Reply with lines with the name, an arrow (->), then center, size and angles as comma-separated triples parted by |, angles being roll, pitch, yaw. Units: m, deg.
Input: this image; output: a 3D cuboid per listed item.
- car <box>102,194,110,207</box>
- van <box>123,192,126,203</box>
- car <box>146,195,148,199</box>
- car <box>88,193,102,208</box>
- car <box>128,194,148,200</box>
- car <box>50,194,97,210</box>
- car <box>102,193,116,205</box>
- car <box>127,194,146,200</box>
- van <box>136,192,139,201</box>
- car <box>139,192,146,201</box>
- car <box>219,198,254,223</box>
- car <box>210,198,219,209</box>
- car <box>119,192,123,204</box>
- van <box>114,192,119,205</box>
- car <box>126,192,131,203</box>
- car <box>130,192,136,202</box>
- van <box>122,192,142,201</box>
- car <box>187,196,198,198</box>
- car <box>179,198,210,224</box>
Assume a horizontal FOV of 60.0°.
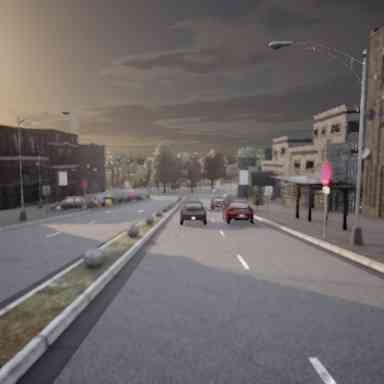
car -> -14.073, 1.409, 44.959 | 4.792, 1.488, 2.163 | -1, 0, -20
van -> -14.183, 1.123, 57.116 | 4.442, 1.987, 1.878 | -1, 0, -20
car -> -13.953, 1.279, 81.592 | 5.366, 1.575, 1.946 | -1, 0, -20
car -> -14.065, 1.263, 41.915 | 4.553, 1.767, 2.185 | -1, 0, -20
car -> -14.131, 1.270, 87.615 | 4.892, 1.521, 2.231 | -1, 0, -20
car -> -14.005, 1.398, 38.873 | 4.892, 1.521, 2.231 | -1, 0, -20
car -> -14.227, 1.370, 47.953 | 5.366, 1.575, 1.946 | -1, 0, -20
car -> -14.135, 1.317, 84.573 | 4.674, 1.452, 2.002 | -1, 0, -20
van -> -13.995, 1.088, 69.387 | 4.442, 1.987, 1.878 | -1, 0, -20
car -> -14.092, 1.049, 75.450 | 5.566, 2.045, 2.435 | -1, 0, -20
car -> 3.344, 1.442, 24.849 | 1.882, 1.535, 5.008 | 0, 0, 0
car -> 3.347, 1.464, 42.955 | 1.812, 1.442, 4.674 | 0, 0, 0
car -> -14.037, 1.229, 54.121 | 4.553, 1.767, 2.185 | -1, 0, -20
van -> -13.954, 1.135, 51.113 | 4.442, 1.987, 1.878 | -1, 0, -20
car -> -14.075, 1.340, 60.208 | 4.892, 1.521, 2.231 | -1, 0, -20
car -> -14.115, 1.081, 63.238 | 5.566, 2.045, 2.435 | -1, 0, -20
van -> -14.232, 1.068, 78.437 | 4.442, 1.987, 1.878 | -1, 0, -20
car -> 0.094, 1.292, 42.142 | 2.097, 1.767, 4.553 | 0, 0, 0
car -> 0.097, 1.470, 24.381 | 1.837, 1.490, 4.892 | 0, 0, 0
